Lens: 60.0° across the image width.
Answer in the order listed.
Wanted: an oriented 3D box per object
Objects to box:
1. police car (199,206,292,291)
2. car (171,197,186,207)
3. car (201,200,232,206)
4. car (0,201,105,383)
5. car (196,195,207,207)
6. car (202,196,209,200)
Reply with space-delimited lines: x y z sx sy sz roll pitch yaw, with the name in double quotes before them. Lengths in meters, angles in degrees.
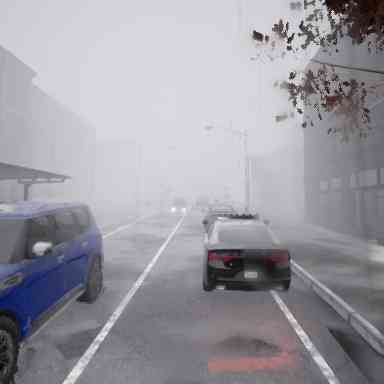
"police car" 1.245 1.412 9.108 1.930 1.638 5.238 0 0 2
"car" -1.823 1.390 46.878 1.895 1.301 4.718 0 0 2
"car" 1.604 1.437 19.001 1.837 1.490 4.892 0 0 2
"car" -3.079 1.220 5.299 2.150 2.045 5.566 0 0 2
"car" 1.569 1.392 45.902 1.895 1.301 4.718 0 0 2
"car" 1.826 1.348 25.193 1.801 1.575 5.366 0 0 2
